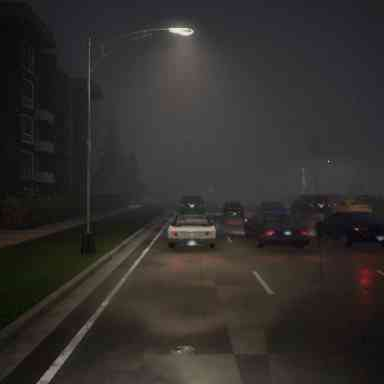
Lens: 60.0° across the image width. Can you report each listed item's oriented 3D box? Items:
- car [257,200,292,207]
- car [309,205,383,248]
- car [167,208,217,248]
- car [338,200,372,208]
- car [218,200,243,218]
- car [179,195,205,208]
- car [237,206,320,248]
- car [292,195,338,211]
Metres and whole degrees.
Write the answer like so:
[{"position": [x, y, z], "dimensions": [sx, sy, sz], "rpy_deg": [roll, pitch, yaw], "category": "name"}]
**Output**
[{"position": [7.000, 1.482, 29.650], "dimensions": [1.882, 1.535, 5.008], "rpy_deg": [0, 0, 0], "category": "car"}, {"position": [7.000, 1.530, 14.650], "dimensions": [1.812, 1.442, 4.674], "rpy_deg": [0, 0, 0], "category": "car"}, {"position": [0.000, 1.613, 14.680], "dimensions": [1.895, 1.301, 4.718], "rpy_deg": [0, 0, 0], "category": "car"}, {"position": [14.000, 1.482, 29.650], "dimensions": [1.882, 1.535, 5.008], "rpy_deg": [0, 0, 0], "category": "car"}, {"position": [3.500, 1.514, 29.650], "dimensions": [1.837, 1.490, 4.892], "rpy_deg": [0, 0, 0], "category": "car"}, {"position": [0.000, 1.255, 29.680], "dimensions": [2.150, 2.045, 5.566], "rpy_deg": [0, 0, 0], "category": "car"}, {"position": [3.500, 1.560, 14.650], "dimensions": [2.033, 1.411, 5.357], "rpy_deg": [0, 0, 0], "category": "car"}, {"position": [10.500, 1.255, 29.680], "dimensions": [2.150, 2.045, 5.566], "rpy_deg": [0, 0, 0], "category": "car"}]
